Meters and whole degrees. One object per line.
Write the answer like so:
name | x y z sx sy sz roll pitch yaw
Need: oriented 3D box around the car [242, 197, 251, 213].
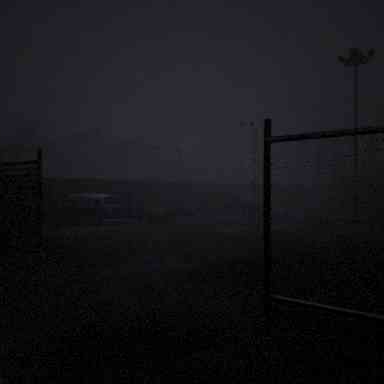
car | 4.309 1.415 33.119 2.207 1.379 1.481 0 0 35

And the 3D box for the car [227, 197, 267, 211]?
car | 6.290 1.376 38.217 4.193 1.474 1.816 0 0 35

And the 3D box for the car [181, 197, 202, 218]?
car | -1.377 1.371 28.234 3.633 1.501 1.845 0 0 35

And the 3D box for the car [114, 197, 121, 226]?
car | -3.497 1.362 24.278 1.789 1.547 3.705 0 0 35

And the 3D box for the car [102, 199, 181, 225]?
car | -3.759 1.434 24.186 5.357 1.415 2.033 0 0 35

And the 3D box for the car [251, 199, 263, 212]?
car | 5.048 1.310 35.207 4.611 1.667 2.242 0 0 35

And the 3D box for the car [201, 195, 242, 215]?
car | 2.350 1.203 31.861 3.866 1.878 1.905 0 0 35
